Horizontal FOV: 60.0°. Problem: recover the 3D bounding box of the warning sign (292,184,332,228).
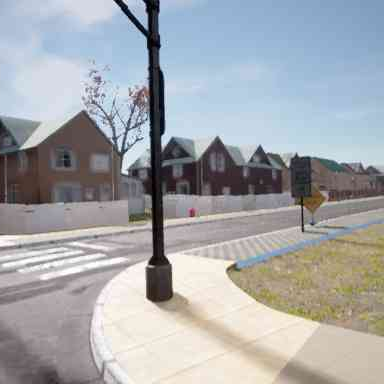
[{"bbox_3d":[5.394,0.609,14.918,1.300,1.860,1.060,-3,-2,42],"label":"warning sign"}]
